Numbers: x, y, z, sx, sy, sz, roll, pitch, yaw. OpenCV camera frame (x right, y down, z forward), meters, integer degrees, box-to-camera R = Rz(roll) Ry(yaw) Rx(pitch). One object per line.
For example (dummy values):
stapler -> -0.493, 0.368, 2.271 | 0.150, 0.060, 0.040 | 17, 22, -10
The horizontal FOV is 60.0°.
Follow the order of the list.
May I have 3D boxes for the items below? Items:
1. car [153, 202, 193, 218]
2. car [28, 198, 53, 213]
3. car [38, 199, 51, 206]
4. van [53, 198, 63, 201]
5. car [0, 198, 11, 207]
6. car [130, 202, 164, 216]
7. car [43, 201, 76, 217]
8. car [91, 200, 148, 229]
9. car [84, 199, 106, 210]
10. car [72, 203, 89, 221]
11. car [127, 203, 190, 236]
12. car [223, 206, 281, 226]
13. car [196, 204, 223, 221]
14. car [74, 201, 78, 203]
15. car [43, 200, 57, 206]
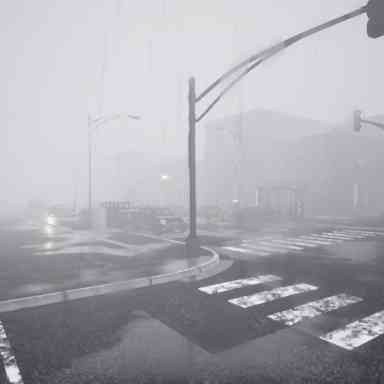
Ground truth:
car -> -2.072, 1.820, 34.459 | 1.752, 1.417, 4.829 | -1, 0, -36
car -> -22.111, 1.952, 47.626 | 2.192, 1.841, 5.009 | -1, 0, -36
car -> -35.549, 2.495, 80.018 | 1.752, 1.417, 4.829 | -1, 0, -36
van -> -28.758, 2.173, 70.769 | 1.690, 1.788, 3.998 | -1, 0, -36
car -> -42.232, 2.358, 74.936 | 2.192, 1.841, 5.009 | -1, 0, -36
car -> -5.319, 1.911, 38.878 | 2.008, 1.369, 4.403 | -1, 0, -36
car -> -15.410, 2.053, 38.515 | 2.008, 1.369, 4.403 | -1, 0, -36
car -> -5.372, 1.615, 24.847 | 2.192, 1.841, 5.009 | -1, 0, -36
car -> -15.365, 2.002, 52.545 | 1.967, 1.590, 4.097 | -1, 0, -36
car -> -8.714, 1.918, 29.403 | 2.008, 1.369, 4.403 | -1, 0, -36
car -> -2.020, 1.673, 20.292 | 1.967, 1.590, 4.097 | -1, 0, -36
car -> 4.726, 1.724, 25.210 | 1.947, 1.339, 4.313 | -1, 0, -36
car -> 1.276, 1.753, 29.903 | 1.752, 1.417, 4.829 | -1, 0, -36
car -> -22.057, 2.279, 61.657 | 1.802, 1.307, 4.206 | -1, 0, -36
car -> -32.100, 2.444, 75.325 | 1.887, 1.381, 4.507 | -1, 0, -36
